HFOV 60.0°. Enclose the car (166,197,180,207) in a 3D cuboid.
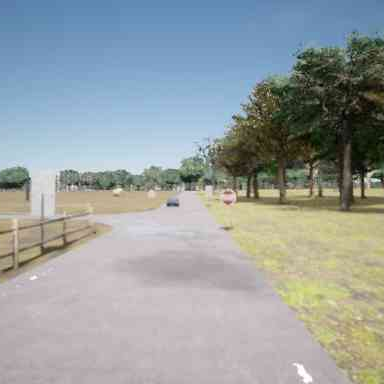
[{"bbox_3d":[-2.733,1.412,48.194,2.033,1.411,5.357,0,1,0],"label":"car"}]
